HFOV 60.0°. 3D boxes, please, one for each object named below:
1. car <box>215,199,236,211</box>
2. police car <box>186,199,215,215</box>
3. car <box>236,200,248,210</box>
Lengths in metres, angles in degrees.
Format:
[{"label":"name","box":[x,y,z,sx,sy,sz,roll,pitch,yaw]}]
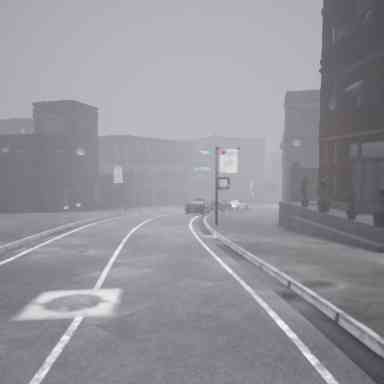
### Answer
[{"label":"car","box":[3.977,1.764,45.041,1.837,1.490,4.892,2,0,26]},{"label":"police car","box":[0.751,1.574,36.265,1.930,1.638,5.238,1,0,14]},{"label":"car","box":[6.745,1.872,50.007,1.812,1.442,4.674,3,0,32]}]
